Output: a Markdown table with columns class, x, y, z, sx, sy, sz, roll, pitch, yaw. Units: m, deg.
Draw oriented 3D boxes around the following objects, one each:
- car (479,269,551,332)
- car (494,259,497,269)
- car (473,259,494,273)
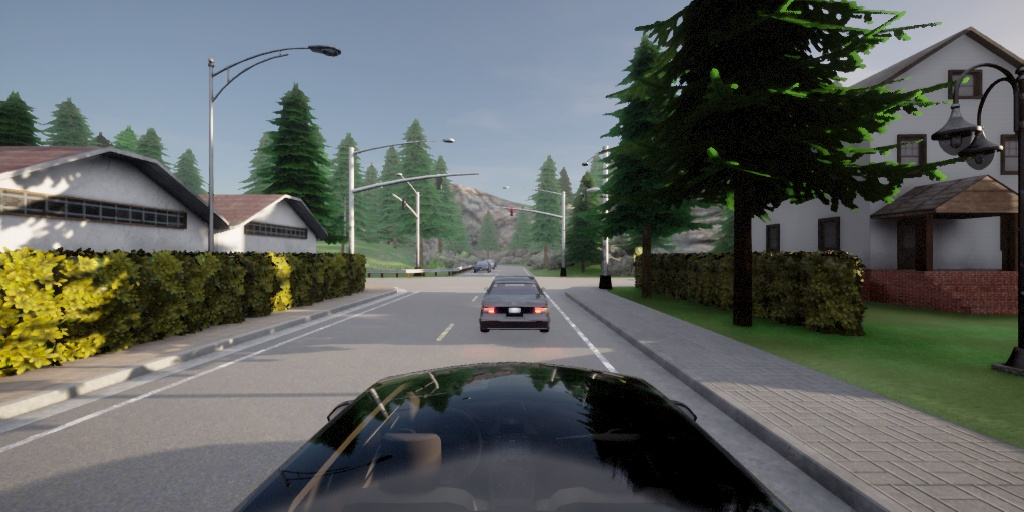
| class | x | y | z | sx | sy | sz | roll | pitch | yaw |
| --- | --- | --- | --- | --- | --- | --- | --- | --- | --- |
| car | 0.079 | 1.297 | 10.770 | 2.033 | 1.411 | 5.357 | 0 | 0 | 0 |
| car | -3.546 | 1.276 | 53.707 | 1.812 | 1.442 | 4.674 | 0 | 0 | 0 |
| car | -3.555 | 1.276 | 43.689 | 1.812 | 1.442 | 4.674 | 0 | 0 | 0 |
